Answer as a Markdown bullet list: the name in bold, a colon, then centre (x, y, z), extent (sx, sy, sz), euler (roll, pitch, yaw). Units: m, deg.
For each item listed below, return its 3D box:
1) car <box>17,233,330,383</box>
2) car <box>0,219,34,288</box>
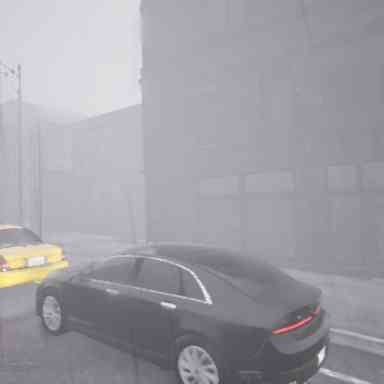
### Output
- **car**: centre (-0.515, 1.549, 5.125), extent (4.892, 1.490, 1.837), euler (0, -1, 37)
- **car**: centre (-5.465, 1.506, 8.853), extent (5.366, 1.575, 1.801), euler (0, -1, 37)
